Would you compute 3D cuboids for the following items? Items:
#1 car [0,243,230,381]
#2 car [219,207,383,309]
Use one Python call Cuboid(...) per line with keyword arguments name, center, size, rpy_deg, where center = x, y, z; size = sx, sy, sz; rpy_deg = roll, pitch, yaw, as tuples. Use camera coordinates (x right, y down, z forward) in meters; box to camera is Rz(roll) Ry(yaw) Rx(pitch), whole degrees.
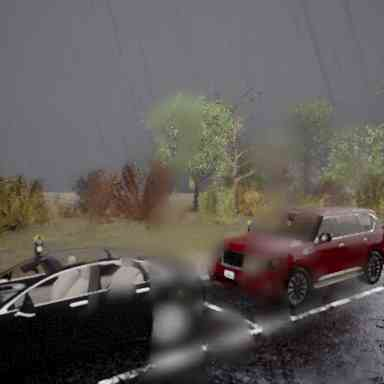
Cuboid(name="car", center=(-1.816, 1.552, 4.793), size=(4.403, 1.369, 2.008), rpy_deg=(0, 1, -35))
Cuboid(name="car", center=(2.791, 1.323, 8.070), size=(5.009, 1.841, 2.192), rpy_deg=(0, 1, -35))
